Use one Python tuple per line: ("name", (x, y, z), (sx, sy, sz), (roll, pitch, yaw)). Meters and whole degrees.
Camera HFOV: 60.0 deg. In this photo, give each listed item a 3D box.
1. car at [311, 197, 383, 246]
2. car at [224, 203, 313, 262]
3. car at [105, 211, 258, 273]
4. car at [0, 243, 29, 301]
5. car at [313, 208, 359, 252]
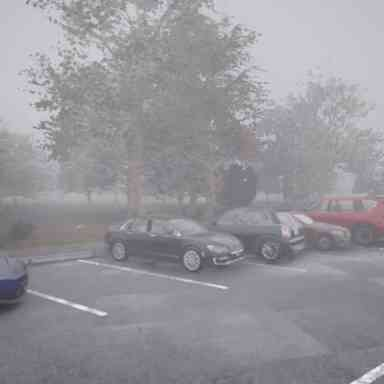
("car", (6.600, 1.256, 15.742), (5.566, 2.045, 2.435), (-1, -1, 35))
("car", (1.753, 1.369, 12.337), (4.553, 1.767, 2.185), (-1, -1, 35))
("car", (-0.710, 1.492, 10.671), (4.892, 1.521, 2.231), (-1, -1, 35))
("car", (-5.538, 1.513, 7.219), (4.792, 1.488, 2.163), (-1, -1, 34))
("car", (4.176, 1.540, 14.051), (4.674, 1.452, 2.002), (-1, -1, 35))
